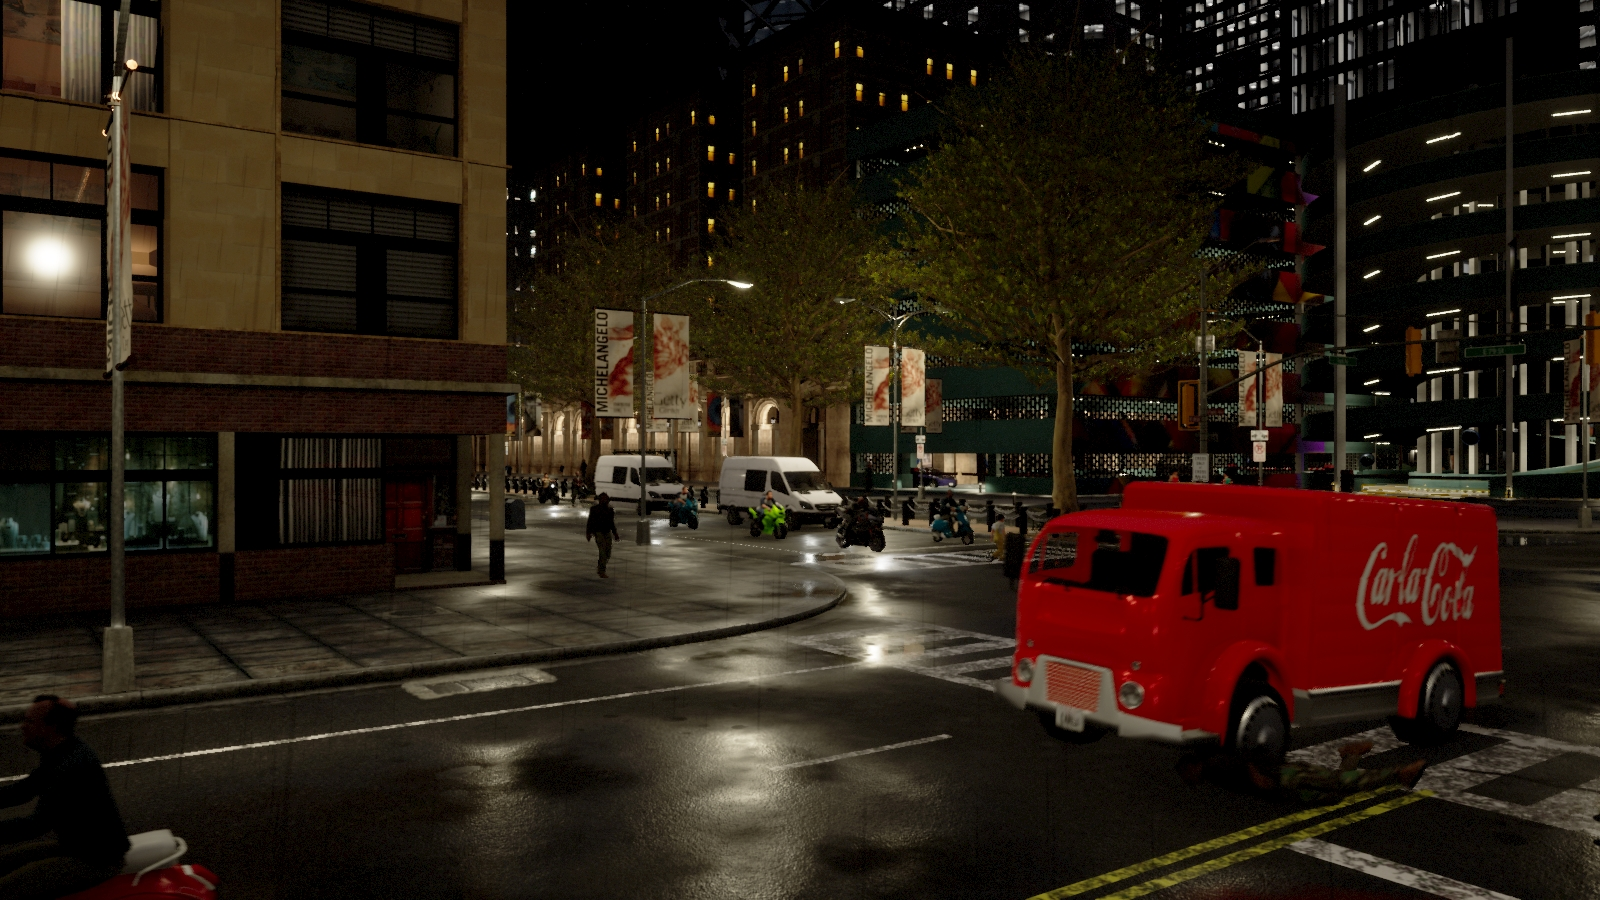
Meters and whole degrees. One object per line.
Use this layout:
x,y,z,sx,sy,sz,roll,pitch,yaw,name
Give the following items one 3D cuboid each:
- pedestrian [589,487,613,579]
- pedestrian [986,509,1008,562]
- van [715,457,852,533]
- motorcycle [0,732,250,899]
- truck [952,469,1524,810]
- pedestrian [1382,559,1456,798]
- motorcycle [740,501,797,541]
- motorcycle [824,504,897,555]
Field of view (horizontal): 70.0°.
-4.099,1.699,23.543,0.375,1.860,0.375,0,0,-36,pedestrian
4.917,2.129,28.498,0.375,1.300,0.375,0,0,-32,pedestrian
-0.701,1.534,41.493,1.988,2.561,5.915,0,0,-35,van
-3.690,2.182,5.458,1.805,1.236,0.856,0,0,-35,motorcycle
4.371,1.587,11.121,5.204,2.467,2.627,4,-1,-35,truck
5.062,1.848,9.351,0.375,1.860,0.375,0,0,-17,pedestrian
-1.011,2.213,35.859,0.803,1.145,2.033,0,0,-35,motorcycle
1.677,2.205,31.998,0.867,1.251,2.209,0,0,-34,motorcycle
